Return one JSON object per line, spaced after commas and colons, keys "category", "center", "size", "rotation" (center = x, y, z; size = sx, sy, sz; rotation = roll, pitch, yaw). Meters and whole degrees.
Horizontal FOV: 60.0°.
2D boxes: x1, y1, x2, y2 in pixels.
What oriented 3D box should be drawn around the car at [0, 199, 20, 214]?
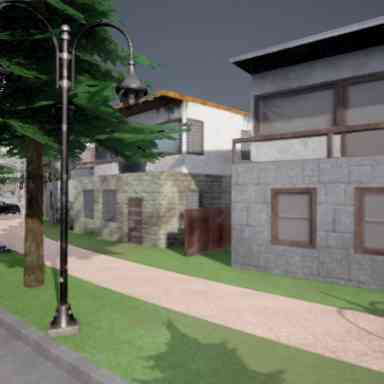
{"category": "car", "center": [-19.775, 1.395, 33.429], "size": [2.097, 1.767, 4.553], "rotation": [1, 0, 29]}
